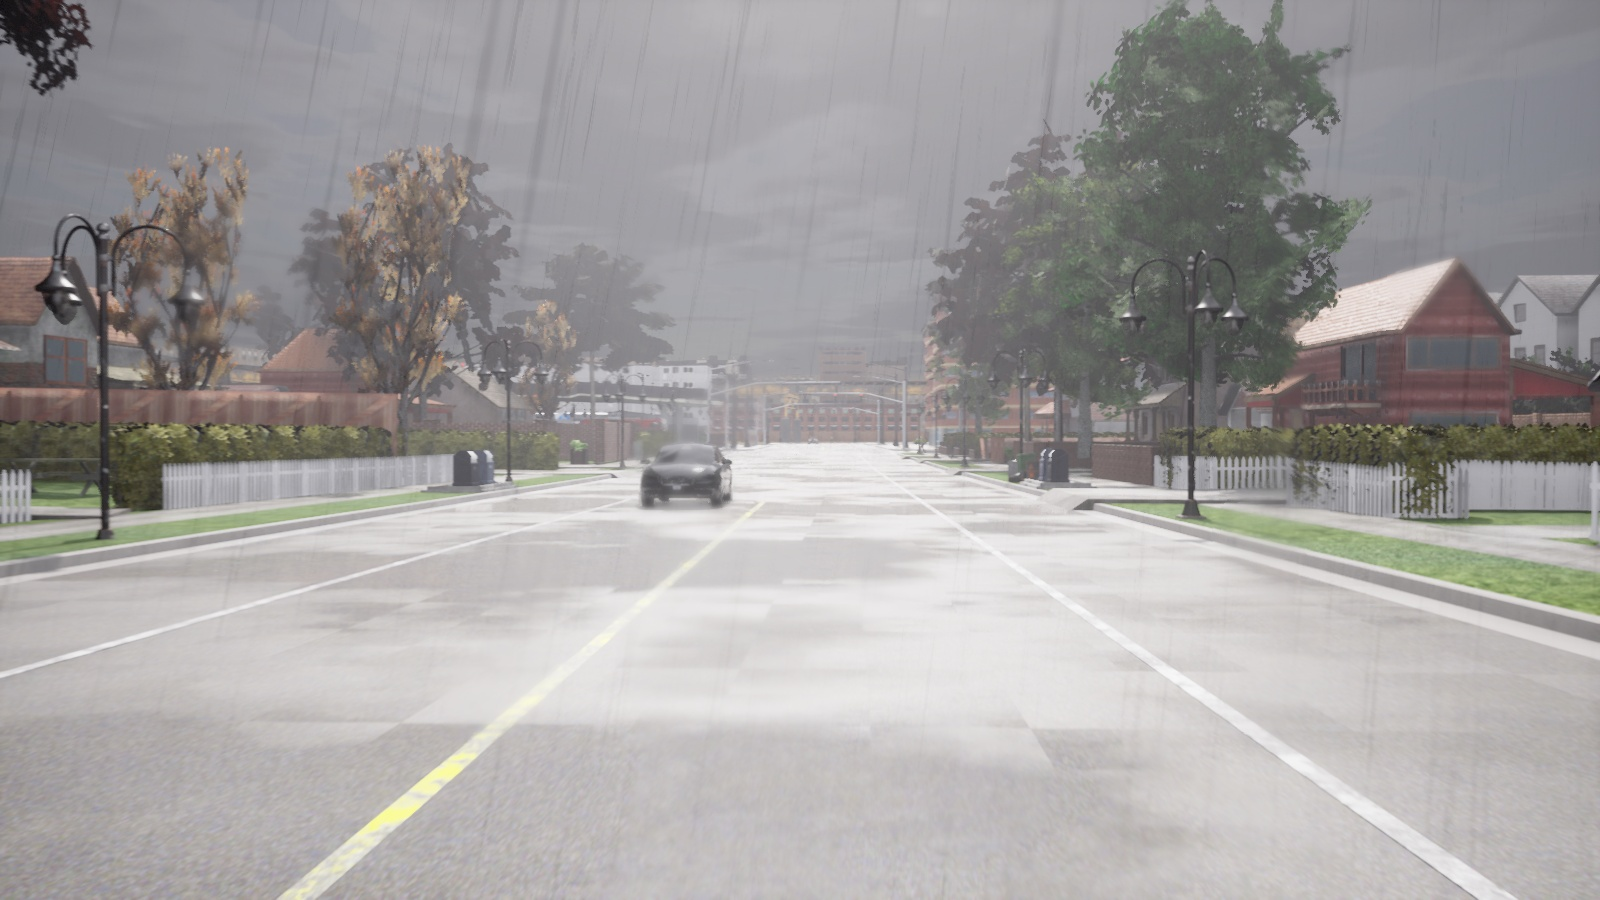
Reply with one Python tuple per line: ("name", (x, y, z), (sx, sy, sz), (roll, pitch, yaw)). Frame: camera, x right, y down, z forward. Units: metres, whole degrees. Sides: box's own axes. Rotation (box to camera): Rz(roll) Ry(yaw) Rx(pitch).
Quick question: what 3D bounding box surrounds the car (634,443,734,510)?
("car", (-2.711, 0.576, 30.388), (1.837, 1.490, 4.892), (0, 0, 1))
